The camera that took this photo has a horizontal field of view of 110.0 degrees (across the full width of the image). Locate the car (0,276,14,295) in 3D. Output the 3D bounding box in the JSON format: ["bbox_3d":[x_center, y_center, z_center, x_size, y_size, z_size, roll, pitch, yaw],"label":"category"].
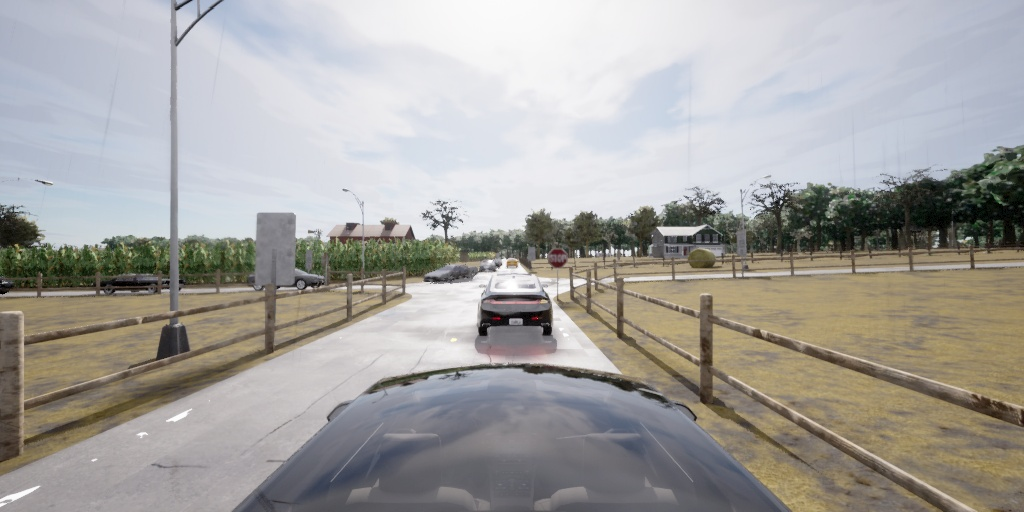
[{"bbox_3d":[-37.935,1.749,24.539,5.566,2.045,2.150,-1,-2,0],"label":"car"}]

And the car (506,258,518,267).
[{"bbox_3d":[0.012,1.180,63.621,1.882,1.535,5.008,0,0,0],"label":"car"}]

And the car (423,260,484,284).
[{"bbox_3d":[-5.016,1.442,30.431,2.033,1.411,5.357,0,3,32],"label":"car"}]

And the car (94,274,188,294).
[{"bbox_3d":[-25.251,1.874,24.538,4.718,1.301,1.895,-1,-2,0],"label":"car"}]

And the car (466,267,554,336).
[{"bbox_3d":[0.057,1.245,10.380,2.128,1.511,4.902,0,0,-1],"label":"car"}]

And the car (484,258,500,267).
[{"bbox_3d":[-2.909,1.215,44.423,2.128,1.511,4.902,0,0,0],"label":"car"}]

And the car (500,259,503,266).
[{"bbox_3d":[-2.883,1.308,59.218,1.895,1.301,4.718,0,0,0],"label":"car"}]

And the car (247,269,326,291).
[{"bbox_3d":[-15.340,1.565,24.518,4.892,1.490,1.837,-1,-2,1],"label":"car"}]
